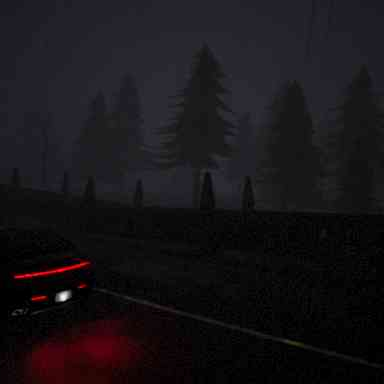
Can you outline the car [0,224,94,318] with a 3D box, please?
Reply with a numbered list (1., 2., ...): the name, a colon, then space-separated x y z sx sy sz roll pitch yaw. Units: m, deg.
1. car: -4.090 1.432 6.906 4.892 1.490 1.837 1 1 36
